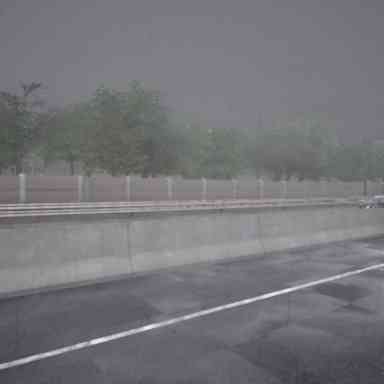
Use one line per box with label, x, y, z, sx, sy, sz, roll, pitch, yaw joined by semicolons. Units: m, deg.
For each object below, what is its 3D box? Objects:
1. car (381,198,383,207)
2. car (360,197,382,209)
car;24.240;1.515;38.456;4.718;1.301;1.895;0;0;-35
car;23.055;1.414;41.900;4.892;1.490;1.837;0;0;-35
